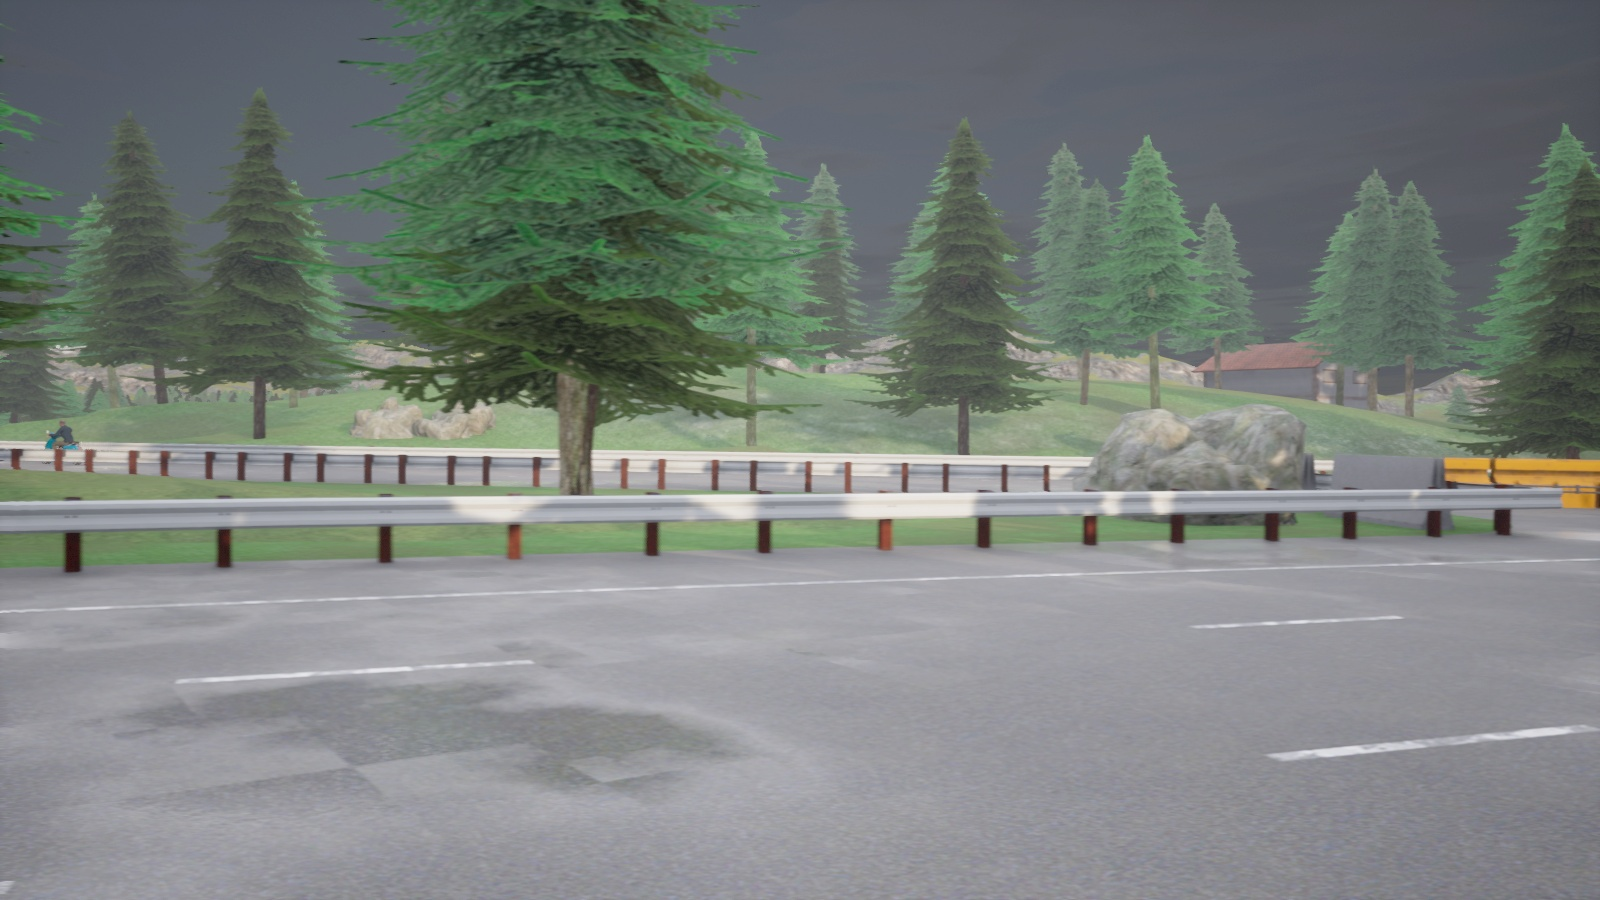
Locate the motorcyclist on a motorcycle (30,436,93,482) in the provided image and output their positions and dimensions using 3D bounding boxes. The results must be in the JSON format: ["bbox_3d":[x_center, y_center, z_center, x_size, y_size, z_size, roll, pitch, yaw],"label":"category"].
[{"bbox_3d":[-25.981,0.304,44.183,1.817,1.590,0.866,0,1,14],"label":"motorcyclist on a motorcycle"}]
